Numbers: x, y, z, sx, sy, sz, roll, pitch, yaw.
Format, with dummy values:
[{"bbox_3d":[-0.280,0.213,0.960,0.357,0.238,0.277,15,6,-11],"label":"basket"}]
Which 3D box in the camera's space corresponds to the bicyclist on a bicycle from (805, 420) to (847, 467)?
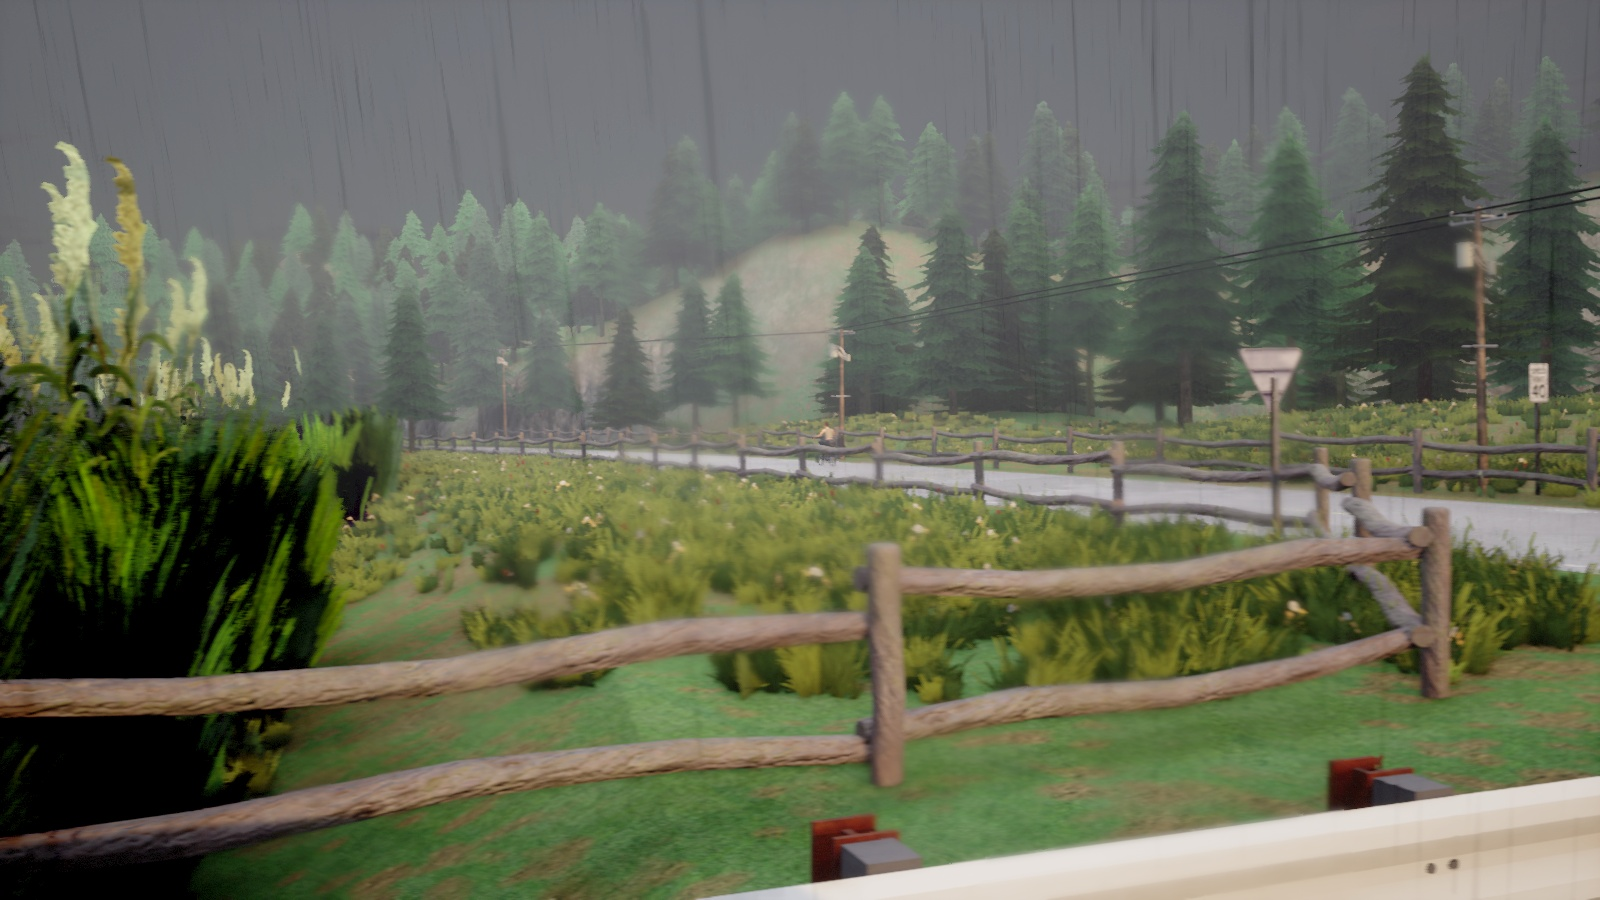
[{"bbox_3d":[0.926,-0.241,44.785,0.866,1.612,1.509,-3,2,-25],"label":"bicyclist on a bicycle"}]
